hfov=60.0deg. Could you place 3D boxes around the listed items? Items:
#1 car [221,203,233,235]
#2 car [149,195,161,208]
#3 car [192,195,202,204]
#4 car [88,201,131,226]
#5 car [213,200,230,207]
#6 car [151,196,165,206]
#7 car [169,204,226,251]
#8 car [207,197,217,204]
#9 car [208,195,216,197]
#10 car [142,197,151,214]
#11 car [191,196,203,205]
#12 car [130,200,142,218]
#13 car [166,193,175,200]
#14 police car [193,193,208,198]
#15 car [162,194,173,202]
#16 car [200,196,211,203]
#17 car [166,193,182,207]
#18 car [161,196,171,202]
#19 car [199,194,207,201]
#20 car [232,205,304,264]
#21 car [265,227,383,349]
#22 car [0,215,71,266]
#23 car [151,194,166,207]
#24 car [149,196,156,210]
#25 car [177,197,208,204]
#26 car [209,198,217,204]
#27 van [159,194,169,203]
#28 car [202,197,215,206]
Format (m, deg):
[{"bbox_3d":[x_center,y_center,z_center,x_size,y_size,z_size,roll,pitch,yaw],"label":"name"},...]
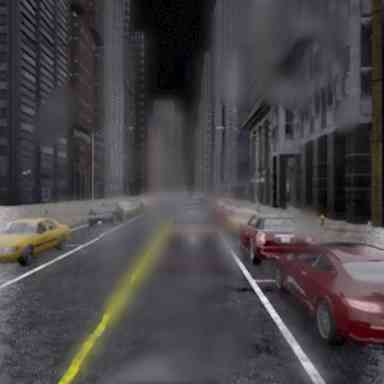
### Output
[{"bbox_3d":[2.762,1.514,17.570,1.752,1.417,4.829,0,0,0],"label":"car"},{"bbox_3d":[-5.762,1.506,45.426,1.752,1.417,4.829,0,0,0],"label":"car"},{"bbox_3d":[0.905,1.439,64.341,1.801,1.575,5.366,0,0,0],"label":"car"},{"bbox_3d":[-5.763,1.552,23.033,1.947,1.339,4.313,0,0,0],"label":"car"},{"bbox_3d":[2.762,1.531,23.040,1.887,1.381,4.507,0,0,0],"label":"car"},{"bbox_3d":[-5.761,1.507,56.707,1.752,1.417,4.829,0,0,0],"label":"car"},{"bbox_3d":[0.072,1.482,14.130,2.128,1.511,4.902,0,0,0],"label":"car"},{"bbox_3d":[2.763,1.508,34.492,1.752,1.417,4.829,0,0,0],"label":"car"},{"bbox_3d":[2.763,1.296,51.243,2.192,1.841,5.009,0,0,0],"label":"car"},{"bbox_3d":[-5.762,1.548,34.314,1.947,1.339,4.313,0,0,0],"label":"car"},{"bbox_3d":[0.783,1.460,58.124,1.882,1.535,5.008,0,0,-2],"label":"car"},{"bbox_3d":[-5.762,1.509,28.503,1.752,1.417,4.829,0,0,0],"label":"car"},{"bbox_3d":[-5.760,1.313,90.721,2.192,1.841,5.009,0,0,0],"label":"car"},{"bbox_3d":[0.890,1.406,48.262,1.930,1.638,5.238,0,0,0],"label":"police car"},{"bbox_3d":[-5.761,1.305,79.440,2.192,1.841,5.009,0,0,0],"label":"car"},{"bbox_3d":[2.765,1.535,68.164,2.008,1.369,4.403,0,0,0],"label":"car"},{"bbox_3d":[-3.071,1.333,52.321,2.097,1.767,4.553,0,0,0],"label":"car"},{"bbox_3d":[-5.760,1.538,73.799,2.008,1.369,4.403,0,0,0],"label":"car"},{"bbox_3d":[2.765,1.435,85.085,1.967,1.590,4.097,0,0,0],"label":"car"},{"bbox_3d":[2.761,1.432,11.759,1.967,1.590,4.097,0,0,0],"label":"car"},{"bbox_3d":[2.762,1.577,6.119,1.802,1.307,4.206,0,0,0],"label":"car"},{"bbox_3d":[-5.763,1.517,11.581,1.752,1.417,4.829,0,0,0],"label":"car"},{"bbox_3d":[-5.762,1.296,51.236,2.192,1.841,5.009,0,0,0],"label":"car"},{"bbox_3d":[-5.762,1.507,39.785,1.752,1.417,4.829,0,0,0],"label":"car"},{"bbox_3d":[0.073,1.476,29.193,2.128,1.511,4.902,0,0,0],"label":"car"},{"bbox_3d":[2.763,1.529,28.681,1.887,1.381,4.507,0,0,0],"label":"car"},{"bbox_3d":[-5.761,1.326,68.159,1.690,1.788,3.998,0,0,0],"label":"van"},{"bbox_3d":[2.764,1.532,56.883,2.008,1.369,4.403,0,0,0],"label":"car"}]
